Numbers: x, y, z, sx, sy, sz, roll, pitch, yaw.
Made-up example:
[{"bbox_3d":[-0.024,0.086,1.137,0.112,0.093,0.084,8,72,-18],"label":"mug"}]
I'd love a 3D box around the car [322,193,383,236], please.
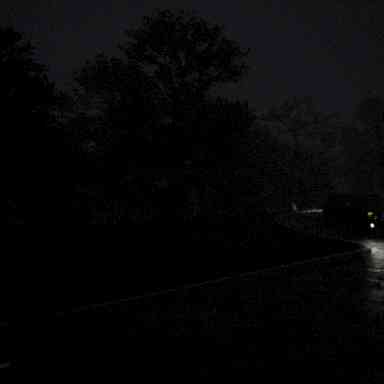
[{"bbox_3d":[9.019,1.080,17.832,2.150,2.045,5.566,-1,0,-3],"label":"car"}]
